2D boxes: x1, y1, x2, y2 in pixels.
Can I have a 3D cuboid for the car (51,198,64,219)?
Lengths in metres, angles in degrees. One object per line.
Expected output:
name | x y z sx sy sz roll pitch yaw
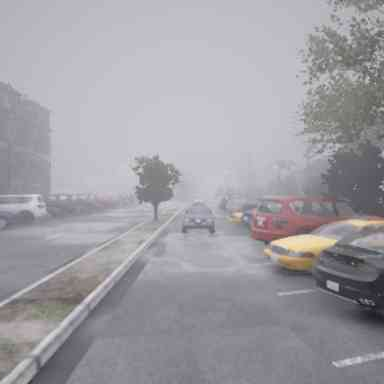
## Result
car | -12.959 1.463 26.007 5.008 1.535 2.097 -1 0 -19

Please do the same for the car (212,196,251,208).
car | 5.914 1.480 49.461 5.366 1.575 1.946 1 0 -19

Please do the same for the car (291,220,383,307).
car | 4.872 1.487 6.916 4.892 1.521 2.231 1 0 -19

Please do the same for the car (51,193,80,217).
car | -12.918 1.213 28.996 5.566 2.045 2.435 -1 0 -19

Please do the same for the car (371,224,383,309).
car | 4.819 1.361 3.939 4.553 1.767 2.185 1 0 -19

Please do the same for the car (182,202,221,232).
car | 0.383 1.546 19.878 2.033 1.411 5.357 0 0 1

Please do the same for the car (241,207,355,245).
car | 5.004 1.514 15.818 4.792 1.488 2.163 1 0 -19

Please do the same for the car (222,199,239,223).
car | 4.976 1.479 21.720 5.366 1.575 1.946 1 0 -19

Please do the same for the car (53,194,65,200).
car | -30.439 1.135 76.182 2.231 1.521 4.892 0 -1 -18

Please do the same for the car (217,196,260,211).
car | 5.495 1.356 39.632 4.553 1.767 2.185 1 0 -19

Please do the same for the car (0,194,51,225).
car | -13.048 1.213 22.989 5.566 2.045 2.435 -1 0 -19

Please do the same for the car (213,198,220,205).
car | 5.428 1.232 33.698 5.566 2.045 2.435 1 0 -19

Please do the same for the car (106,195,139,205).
car | -12.351 1.439 59.062 5.366 1.575 1.946 -1 1 -19

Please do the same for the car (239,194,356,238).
car | 5.000 1.234 12.869 5.566 2.045 2.435 1 0 -19

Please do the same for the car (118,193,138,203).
car | -12.279 1.203 56.084 5.566 2.045 2.435 -1 0 -19

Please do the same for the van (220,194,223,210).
van | 5.229 1.256 30.671 4.442 1.987 1.878 1 0 -19

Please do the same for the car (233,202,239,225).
car | 5.117 1.514 18.820 4.792 1.488 2.163 1 0 -19

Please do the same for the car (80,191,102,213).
car | -12.739 1.212 35.035 5.566 2.045 2.435 -1 0 -19

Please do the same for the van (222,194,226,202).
van | 5.169 1.256 27.694 4.442 1.987 1.878 1 0 -19

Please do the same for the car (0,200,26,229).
car | -13.088 1.463 19.998 5.008 1.535 2.097 -1 0 -19

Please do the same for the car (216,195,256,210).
car | 5.622 1.356 42.621 4.553 1.767 2.185 1 0 -19

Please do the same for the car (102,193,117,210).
car | -12.606 1.213 41.047 5.566 2.045 2.435 -1 0 -19

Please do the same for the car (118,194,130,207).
car | -12.411 1.465 50.060 5.008 1.535 2.097 -1 0 -19

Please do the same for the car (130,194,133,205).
car | -12.329 1.502 53.084 4.674 1.452 2.002 -1 0 -19

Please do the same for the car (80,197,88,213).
car | -12.798 1.493 32.027 4.792 1.488 2.163 -1 0 -19

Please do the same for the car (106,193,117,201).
car | -22.507 1.393 92.892 2.435 2.045 5.566 1 -3 -18

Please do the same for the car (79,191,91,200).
car | -24.510 0.880 75.961 2.435 2.045 5.566 1 -1 -18

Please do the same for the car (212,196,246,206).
car | 5.809 1.482 52.788 4.892 1.521 2.231 1 0 -19

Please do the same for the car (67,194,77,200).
car | -27.483 1.173 76.083 2.002 1.452 4.674 1 -1 -18

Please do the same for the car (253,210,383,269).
car | 4.747 1.480 9.820 5.366 1.575 1.946 1 0 -19

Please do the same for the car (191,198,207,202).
car | 0.833 1.522 41.397 1.812 1.442 4.674 0 0 1

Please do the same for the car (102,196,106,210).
car | -12.669 1.493 38.038 4.792 1.488 2.163 -1 0 -19

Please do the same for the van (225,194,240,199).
van | 5.108 1.256 24.716 4.442 1.987 1.878 1 0 -19
